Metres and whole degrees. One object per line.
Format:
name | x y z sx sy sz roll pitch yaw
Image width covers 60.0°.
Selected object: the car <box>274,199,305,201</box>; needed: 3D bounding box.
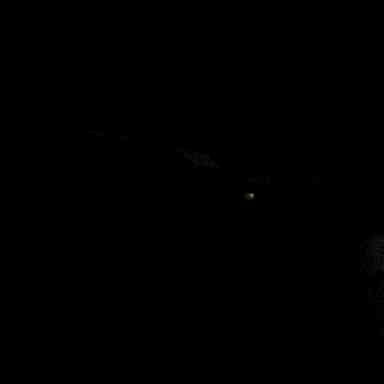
car | 10.434 1.705 33.420 2.150 2.045 5.566 3 -2 -36
